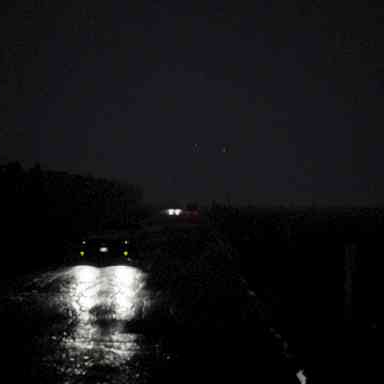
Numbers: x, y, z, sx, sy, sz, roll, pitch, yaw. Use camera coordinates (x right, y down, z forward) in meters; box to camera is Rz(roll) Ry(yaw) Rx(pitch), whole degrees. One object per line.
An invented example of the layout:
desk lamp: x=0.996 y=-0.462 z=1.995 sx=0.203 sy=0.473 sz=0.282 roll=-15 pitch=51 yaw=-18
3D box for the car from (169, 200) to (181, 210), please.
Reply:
car: x=-2.864 y=2.134 z=55.954 sx=2.128 sy=1.511 sz=4.902 roll=0 pitch=-1 yaw=0

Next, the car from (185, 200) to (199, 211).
car: x=-0.052 y=2.063 z=50.177 sx=2.128 sy=1.511 sz=4.902 roll=0 pitch=-1 yaw=0

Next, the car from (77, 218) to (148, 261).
car: x=-2.865 y=1.699 z=12.800 sx=1.994 sy=1.385 sz=4.181 roll=0 pitch=-1 yaw=0

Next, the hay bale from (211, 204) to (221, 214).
hay bale: x=3.084 y=2.132 z=42.558 sx=1.220 sy=1.180 sz=1.240 roll=0 pitch=0 yaw=0

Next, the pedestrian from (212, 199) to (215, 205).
pedestrian: x=2.779 y=1.792 z=43.660 sx=0.375 sy=1.860 sz=0.375 roll=0 pitch=0 yaw=-2

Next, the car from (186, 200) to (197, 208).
car: x=-0.067 y=2.305 z=64.895 sx=2.033 sy=1.411 sz=5.357 roll=0 pitch=-1 yaw=0
